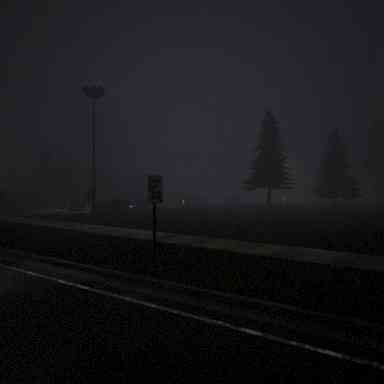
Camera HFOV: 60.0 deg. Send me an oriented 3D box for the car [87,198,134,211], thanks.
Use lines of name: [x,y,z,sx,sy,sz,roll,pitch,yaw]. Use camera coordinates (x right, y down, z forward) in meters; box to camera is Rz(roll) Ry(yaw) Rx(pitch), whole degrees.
car: [-9.778,1.478,40.205,1.882,1.535,5.008,0,0,35]

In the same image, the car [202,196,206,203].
car: [1.058,1.509,67.790,1.837,1.490,4.892,0,0,35]

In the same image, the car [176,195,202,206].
car: [-0.874,1.353,52.948,2.097,1.767,4.553,0,0,35]

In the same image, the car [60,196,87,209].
car: [-15.326,1.352,44.481,2.097,1.767,4.553,0,0,35]

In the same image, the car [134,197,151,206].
car: [-8.650,1.564,54.038,1.994,1.385,4.181,0,0,35]
